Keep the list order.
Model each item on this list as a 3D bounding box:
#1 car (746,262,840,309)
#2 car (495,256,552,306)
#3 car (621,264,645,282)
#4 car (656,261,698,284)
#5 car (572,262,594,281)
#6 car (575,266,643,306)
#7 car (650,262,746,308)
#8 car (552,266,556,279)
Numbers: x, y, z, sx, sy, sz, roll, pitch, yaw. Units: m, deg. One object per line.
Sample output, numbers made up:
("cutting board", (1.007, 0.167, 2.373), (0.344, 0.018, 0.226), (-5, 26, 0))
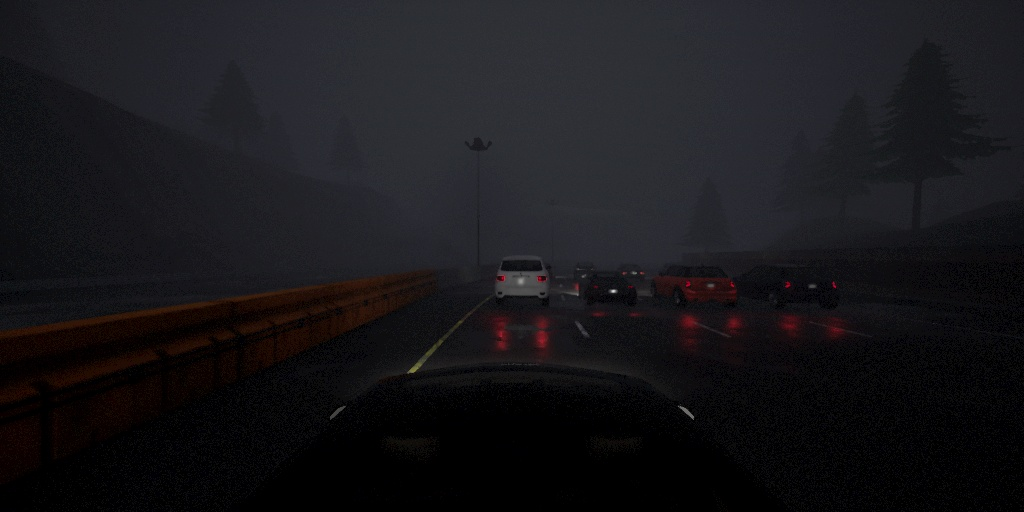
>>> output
("car", (11.024, 1.113, 15.044), (2.097, 1.767, 4.553), (0, 0, 5))
("car", (0.571, 1.005, 16.043), (2.150, 2.045, 5.566), (0, 0, 5))
("car", (9.466, 1.311, 28.997), (2.033, 1.411, 5.357), (0, 0, 11))
("car", (12.902, 1.232, 28.331), (1.882, 1.535, 5.008), (0, 0, 11))
("car", (6.029, 1.243, 29.663), (2.128, 1.511, 4.902), (0, 0, 11))
("car", (4.055, 1.320, 15.700), (1.994, 1.385, 4.181), (0, 0, 5))
("car", (7.538, 1.113, 15.357), (2.097, 1.767, 4.553), (0, 0, 5))
("car", (2.593, 1.264, 30.329), (1.837, 1.490, 4.892), (0, 0, 11))
